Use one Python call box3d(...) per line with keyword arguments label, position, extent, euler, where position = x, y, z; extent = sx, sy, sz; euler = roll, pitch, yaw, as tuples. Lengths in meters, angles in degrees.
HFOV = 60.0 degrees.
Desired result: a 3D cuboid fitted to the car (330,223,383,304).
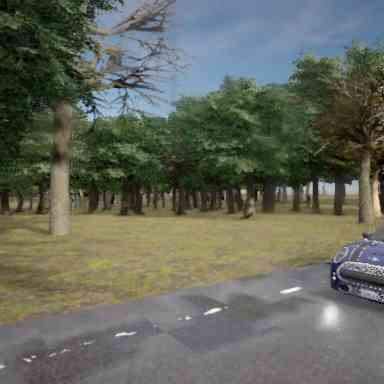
box3d(label="car", position=(5.221, 1.366, 7.636), extent=(4.553, 1.767, 2.097), euler=(0, 0, -35))
